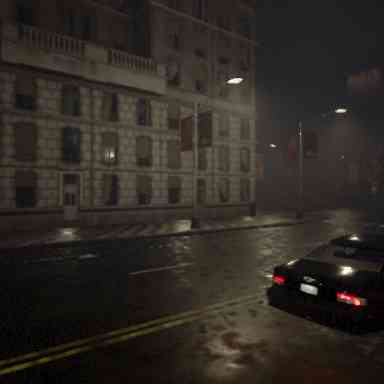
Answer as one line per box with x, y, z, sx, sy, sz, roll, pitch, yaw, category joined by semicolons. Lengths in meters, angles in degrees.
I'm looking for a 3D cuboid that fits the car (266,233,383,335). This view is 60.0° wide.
3.828;1.548;6.629;5.357;1.411;2.033;0;0;-36;car
